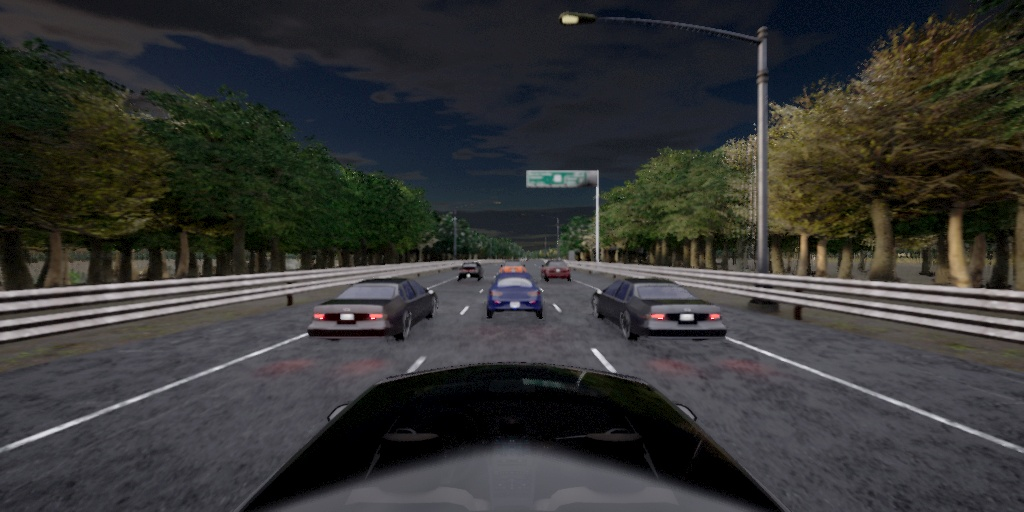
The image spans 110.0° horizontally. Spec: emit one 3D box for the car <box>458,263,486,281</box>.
[{"bbox_3d":[-3.407,1.290,30.478,1.837,1.490,4.892,0,0,0],"label":"car"}]

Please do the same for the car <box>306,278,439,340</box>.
[{"bbox_3d":[-3.402,1.305,9.902,2.033,1.411,5.357,0,0,0],"label":"car"}]

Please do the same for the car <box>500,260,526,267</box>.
[{"bbox_3d":[0.093,1.137,30.088,2.097,1.767,4.553,0,0,0],"label":"car"}]

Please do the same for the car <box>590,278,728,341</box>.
[{"bbox_3d":[3.598,1.305,9.886,2.033,1.411,5.357,0,0,0],"label":"car"}]

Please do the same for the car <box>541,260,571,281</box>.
[{"bbox_3d":[3.593,1.137,30.089,2.097,1.767,4.553,0,0,0],"label":"car"}]

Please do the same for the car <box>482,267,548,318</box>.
[{"bbox_3d":[0.084,1.286,12.991,1.812,1.442,4.674,0,0,0],"label":"car"}]
